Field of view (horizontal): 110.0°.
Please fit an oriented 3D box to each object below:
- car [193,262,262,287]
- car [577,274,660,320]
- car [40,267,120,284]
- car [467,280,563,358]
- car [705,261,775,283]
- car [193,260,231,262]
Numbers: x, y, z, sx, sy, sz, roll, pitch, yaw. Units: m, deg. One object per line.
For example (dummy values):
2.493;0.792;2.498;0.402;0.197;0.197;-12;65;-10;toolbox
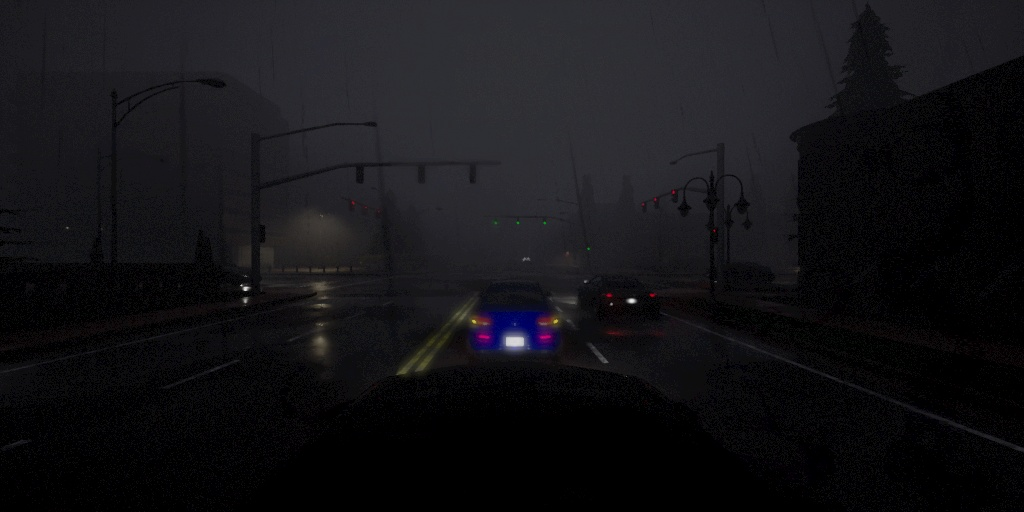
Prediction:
-19.315;1.276;23.904;4.674;1.442;1.812;0;0;0;car
3.582;1.314;12.718;1.994;1.385;4.181;0;0;0;car
-28.422;1.351;23.892;4.718;1.301;1.895;0;0;0;car
0.066;1.276;8.354;1.812;1.442;4.674;0;0;0;car
17.086;1.276;26.971;4.674;1.442;1.812;0;0;0;car
-22.199;1.102;27.383;4.553;1.767;2.097;0;0;0;car
